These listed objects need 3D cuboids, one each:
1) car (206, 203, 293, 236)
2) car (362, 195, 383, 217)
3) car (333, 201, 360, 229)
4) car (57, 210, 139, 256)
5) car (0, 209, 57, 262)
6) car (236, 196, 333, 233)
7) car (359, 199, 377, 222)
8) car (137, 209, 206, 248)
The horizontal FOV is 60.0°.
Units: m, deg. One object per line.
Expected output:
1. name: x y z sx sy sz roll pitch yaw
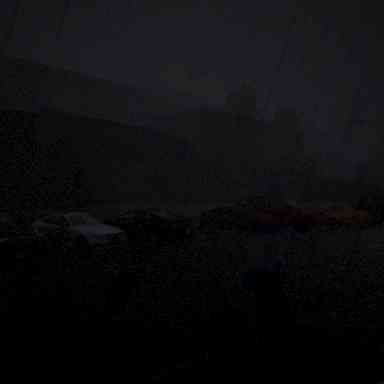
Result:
1. car: 2.730 1.530 18.452 4.792 1.488 2.163 -1 -1 35
2. car: 14.896 1.280 27.181 5.566 2.045 2.435 -1 -1 35
3. car: 7.748 1.501 21.844 5.366 1.575 1.946 -1 -1 35
4. car: -4.633 1.539 13.245 4.674 1.452 2.002 -1 -1 35
5. car: -7.102 1.368 11.524 4.553 1.767 2.185 -1 -1 35
6. car: 5.173 1.252 20.199 5.566 2.045 2.435 -1 -1 35
7. car: 9.881 1.512 23.789 5.366 1.575 1.946 -1 -1 35
8. car: -2.183 1.501 14.978 5.008 1.535 2.097 -1 -1 35
